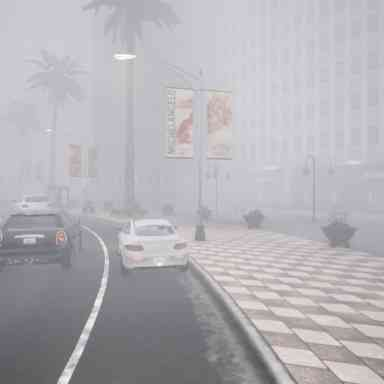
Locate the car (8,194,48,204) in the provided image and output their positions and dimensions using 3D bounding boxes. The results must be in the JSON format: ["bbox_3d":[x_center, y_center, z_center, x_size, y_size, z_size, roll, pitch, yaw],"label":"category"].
[{"bbox_3d":[-13.332,1.212,27.428,2.150,2.045,5.566,0,0,-36],"label":"car"}]

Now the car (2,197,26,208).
[{"bbox_3d":[-25.899,1.461,48.418,2.231,1.521,4.892,0,0,-39],"label":"car"}]

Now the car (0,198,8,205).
[{"bbox_3d":[-24.605,1.472,41.986,2.128,1.511,4.902,0,0,-38],"label":"car"}]

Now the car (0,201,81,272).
[{"bbox_3d":[-4.922,1.349,11.087,2.097,1.767,4.553,0,0,-14],"label":"car"}]

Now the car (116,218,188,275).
[{"bbox_3d":[-1.355,1.525,10.430,1.812,1.442,4.674,0,0,-14],"label":"car"}]
